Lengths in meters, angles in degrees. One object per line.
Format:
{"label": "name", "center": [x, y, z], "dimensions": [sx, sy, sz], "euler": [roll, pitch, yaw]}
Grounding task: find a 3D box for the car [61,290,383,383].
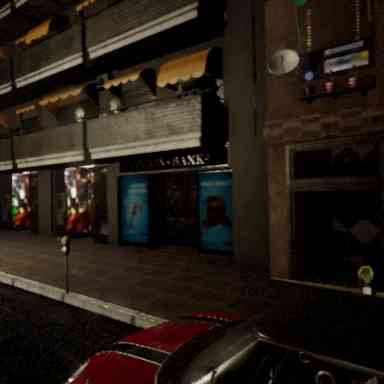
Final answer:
{"label": "car", "center": [0.853, 1.439, 2.147], "dimensions": [4.097, 1.590, 1.967], "euler": [0, -1, 36]}
